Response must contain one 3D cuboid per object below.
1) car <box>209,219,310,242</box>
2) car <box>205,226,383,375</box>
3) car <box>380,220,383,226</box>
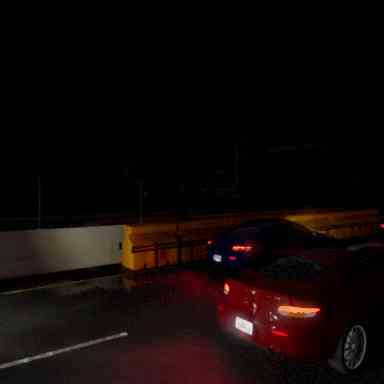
[{"bbox_3d":[2.525,1.524,9.852,4.674,1.442,1.812,0,0,-36],"label":"car"},{"bbox_3d":[2.525,1.525,5.555,4.674,1.442,1.812,0,0,-36],"label":"car"},{"bbox_3d":[10.854,1.544,15.790,5.357,1.411,2.033,0,0,-36],"label":"car"}]
